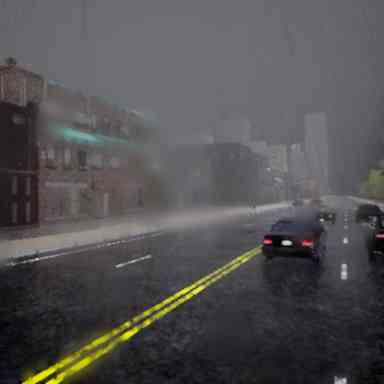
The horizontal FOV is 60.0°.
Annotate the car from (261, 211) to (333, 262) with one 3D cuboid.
[{"bbox_3d":[4.030,1.661,12.682,2.033,1.411,5.357,0,-1,25],"label":"car"}]

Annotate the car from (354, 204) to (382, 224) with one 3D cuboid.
[{"bbox_3d":[14.035,1.706,26.470,1.882,1.535,5.008,0,0,25],"label":"car"}]

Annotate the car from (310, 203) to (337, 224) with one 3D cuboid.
[{"bbox_3d":[10.656,1.837,26.935,1.895,1.301,4.718,0,-1,25],"label":"car"}]

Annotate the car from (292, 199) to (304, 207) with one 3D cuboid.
[{"bbox_3d":[20.016,2.096,62.591,2.033,1.411,5.357,0,-1,25],"label":"car"}]

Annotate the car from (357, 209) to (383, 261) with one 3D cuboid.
[{"bbox_3d":[7.398,1.598,12.196,2.128,1.511,4.902,0,0,25],"label":"car"}]

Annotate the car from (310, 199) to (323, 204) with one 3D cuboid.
[{"bbox_3d":[22.953,2.012,61.217,1.882,1.535,5.008,0,-1,25],"label":"car"}]
